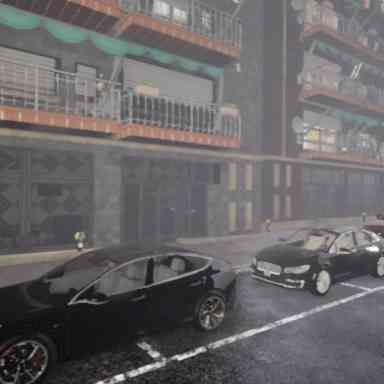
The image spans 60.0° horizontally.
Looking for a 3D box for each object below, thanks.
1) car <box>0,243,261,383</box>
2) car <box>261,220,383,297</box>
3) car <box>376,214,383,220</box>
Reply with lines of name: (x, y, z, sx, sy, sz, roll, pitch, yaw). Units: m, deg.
car: (-1.186, 1.566, 5.244, 4.313, 1.339, 1.947, 0, 1, -36)
car: (3.428, 1.553, 8.540, 4.403, 1.369, 2.008, 0, 1, -36)
car: (8.045, 1.319, 11.835, 5.009, 1.841, 2.192, 0, 1, -36)
